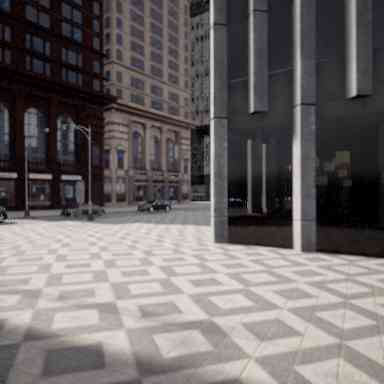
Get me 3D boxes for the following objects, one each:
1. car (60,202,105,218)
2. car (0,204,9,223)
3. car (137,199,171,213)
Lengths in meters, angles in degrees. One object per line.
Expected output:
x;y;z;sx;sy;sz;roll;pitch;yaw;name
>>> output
-10.543;1.701;32.287;1.994;1.385;4.181;0;0;36;car
-16.179;1.459;24.446;2.097;1.767;4.553;0;0;37;car
-4.585;1.672;40.615;1.837;1.490;4.892;0;0;36;car
